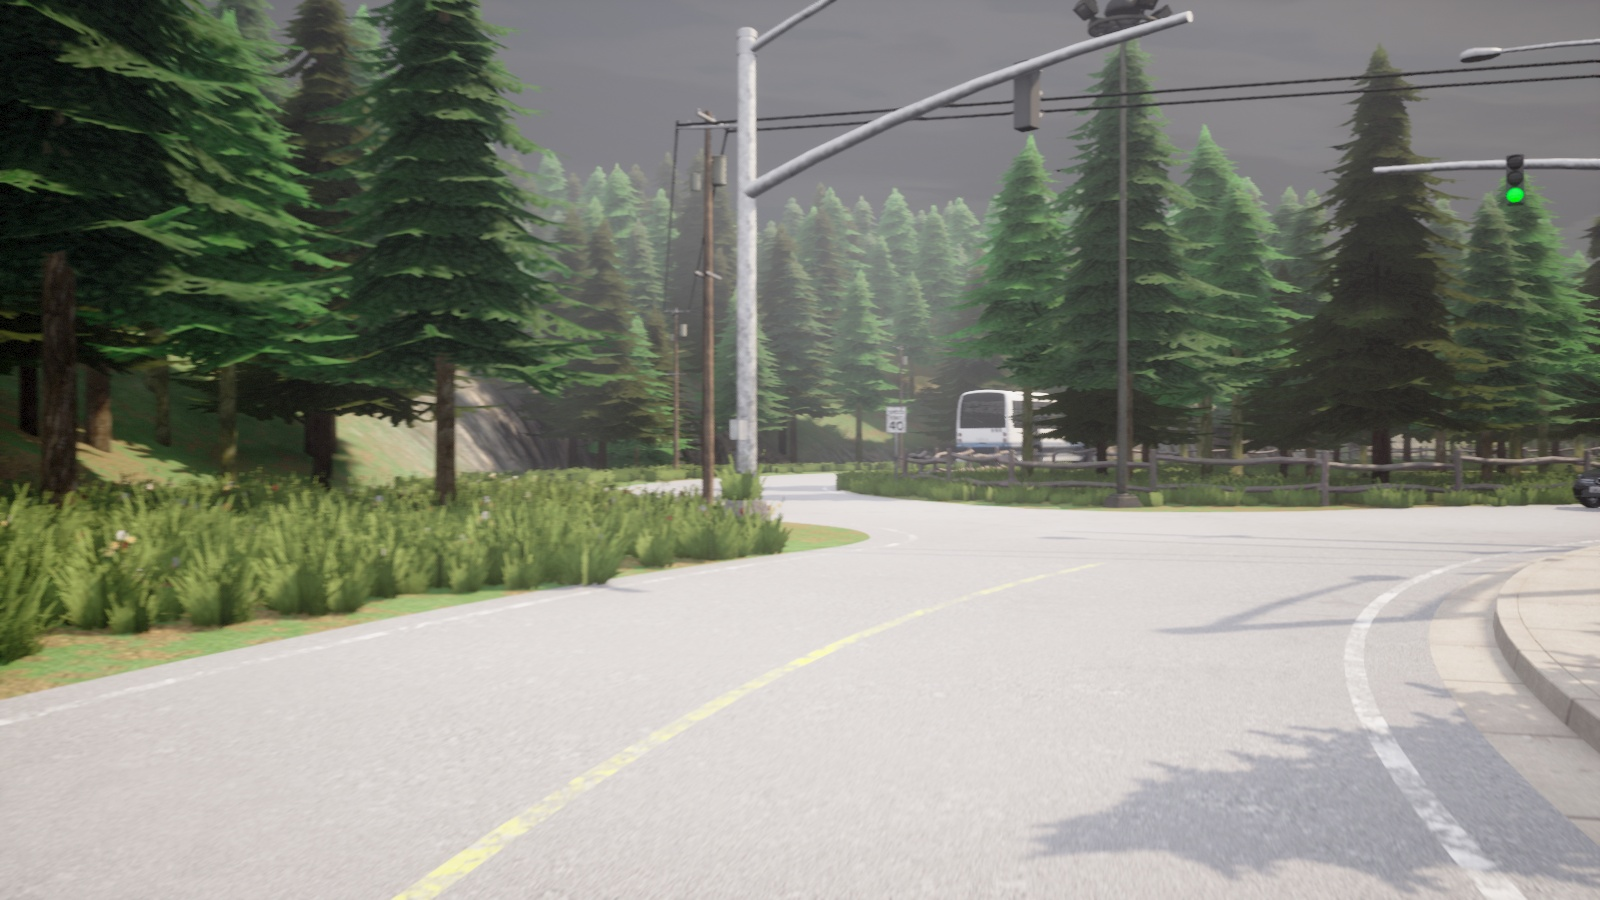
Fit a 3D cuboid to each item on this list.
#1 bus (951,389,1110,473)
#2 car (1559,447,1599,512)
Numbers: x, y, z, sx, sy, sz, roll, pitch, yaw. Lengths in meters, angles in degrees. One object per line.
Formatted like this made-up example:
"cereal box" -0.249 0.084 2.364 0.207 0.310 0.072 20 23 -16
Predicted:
"bus" 12.777 -0.962 68.654 3.944 4.253 10.273 0 0 40
"car" 19.941 0.659 28.649 4.674 1.442 1.812 0 0 -17
